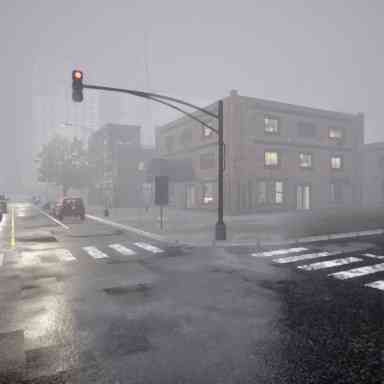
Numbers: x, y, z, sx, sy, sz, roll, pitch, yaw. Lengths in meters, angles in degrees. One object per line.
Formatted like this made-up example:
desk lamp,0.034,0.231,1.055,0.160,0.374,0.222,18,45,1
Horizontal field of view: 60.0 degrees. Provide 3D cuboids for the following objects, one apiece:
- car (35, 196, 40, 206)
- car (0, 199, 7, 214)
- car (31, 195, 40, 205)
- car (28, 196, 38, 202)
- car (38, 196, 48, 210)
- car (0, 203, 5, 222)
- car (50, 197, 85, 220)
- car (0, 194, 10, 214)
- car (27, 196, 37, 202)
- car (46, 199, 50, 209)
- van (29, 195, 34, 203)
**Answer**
car,-20.863,1.590,47.503,2.008,1.369,4.403,0,0,-28
car,-15.847,1.541,26.099,1.812,1.442,4.674,0,0,-28
car,-26.113,1.639,57.226,1.802,1.307,4.206,0,0,-28
car,-36.615,1.684,76.672,1.802,1.307,4.206,0,0,-28
car,-18.237,1.598,42.642,1.947,1.339,4.313,0,0,-28
car,-11.380,1.555,17.778,2.033,1.411,5.357,0,0,-28
car,-10.359,1.330,28.057,2.192,1.841,5.009,0,0,-28
car,-20.827,1.247,35.462,2.150,2.045,5.566,0,0,-28
car,-39.242,1.680,81.535,1.947,1.339,4.313,0,0,-28
car,-12.986,1.586,32.918,1.947,1.339,4.313,0,0,-28
van,-31.365,1.419,66.950,1.690,1.788,3.998,0,0,-28
